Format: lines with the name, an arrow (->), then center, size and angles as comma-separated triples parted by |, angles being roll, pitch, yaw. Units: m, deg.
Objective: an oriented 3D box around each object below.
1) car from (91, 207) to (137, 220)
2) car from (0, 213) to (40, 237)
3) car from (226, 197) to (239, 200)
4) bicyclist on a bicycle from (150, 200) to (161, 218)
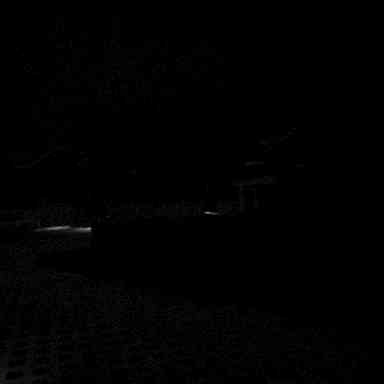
car -> -6.068, 1.908, 26.391 | 1.994, 1.385, 4.181 | -3, -2, 26
car -> -10.587, 1.803, 17.390 | 1.895, 1.301, 4.718 | -3, -2, 28
car -> 5.996, 1.754, 44.190 | 2.150, 2.045, 5.566 | -3, -2, 27
bicyclist on a bicycle -> -2.207, 1.342, 21.030 | 1.656, 1.620, 0.582 | -3, -2, 26
